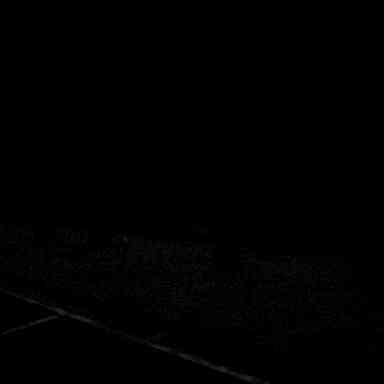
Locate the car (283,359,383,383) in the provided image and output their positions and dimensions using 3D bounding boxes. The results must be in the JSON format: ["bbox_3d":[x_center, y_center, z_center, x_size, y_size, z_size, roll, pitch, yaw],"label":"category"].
[{"bbox_3d":[2.268,1.569,1.346,4.313,1.339,1.947,0,0,35],"label":"car"}]
